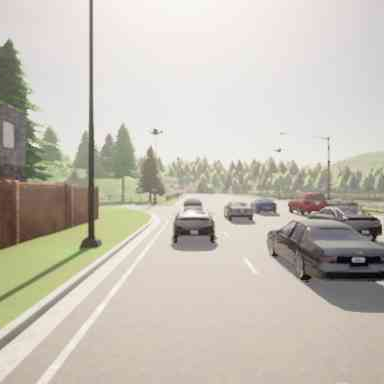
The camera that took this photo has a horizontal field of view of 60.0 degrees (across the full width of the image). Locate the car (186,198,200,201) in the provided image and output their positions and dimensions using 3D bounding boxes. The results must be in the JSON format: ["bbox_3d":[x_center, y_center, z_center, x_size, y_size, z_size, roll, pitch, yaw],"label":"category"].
[{"bbox_3d":[0.101,1.340,33.380,1.882,1.535,5.008,0,0,0],"label":"car"}]

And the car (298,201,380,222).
[{"bbox_3d":[7.100,1.425,16.049,2.128,1.511,4.902,0,0,0],"label":"car"}]

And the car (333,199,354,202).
[{"bbox_3d":[14.101,1.360,31.769,2.128,1.511,4.902,0,0,0],"label":"car"}]

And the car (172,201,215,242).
[{"bbox_3d":[0.083,1.425,16.059,2.128,1.511,4.902,0,0,0],"label":"car"}]

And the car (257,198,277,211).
[{"bbox_3d":[7.101,1.340,33.384,1.882,1.535,5.008,0,0,0],"label":"car"}]

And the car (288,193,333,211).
[{"bbox_3d":[10.602,1.094,30.829,2.150,2.045,5.566,0,0,0],"label":"car"}]

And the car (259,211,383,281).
[{"bbox_3d":[3.600,1.507,9.703,2.033,1.411,5.357,0,0,0],"label":"car"}]

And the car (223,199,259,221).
[{"bbox_3d":[3.600,1.439,26.335,2.033,1.411,5.357,0,0,0],"label":"car"}]
